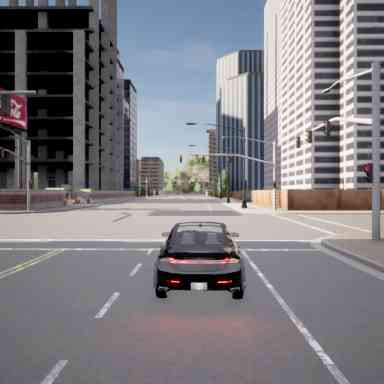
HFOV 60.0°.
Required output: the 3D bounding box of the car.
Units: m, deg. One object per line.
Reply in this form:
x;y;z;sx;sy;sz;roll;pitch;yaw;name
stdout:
0.207;1.492;8.440;2.128;1.511;4.902;0;0;2;car
